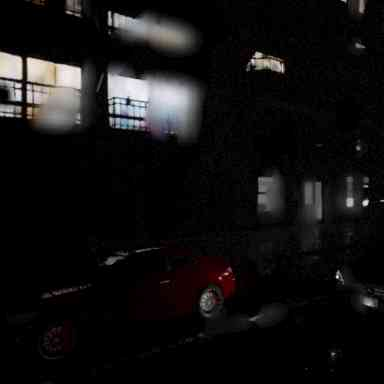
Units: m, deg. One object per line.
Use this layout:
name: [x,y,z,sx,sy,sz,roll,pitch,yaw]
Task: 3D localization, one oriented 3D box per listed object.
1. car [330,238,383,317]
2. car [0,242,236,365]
car: [4.763,1.535,6.818,4.674,1.442,1.812,0,0,-36]
car: [-1.082,1.591,5.771,4.206,1.307,1.802,0,-1,-36]
